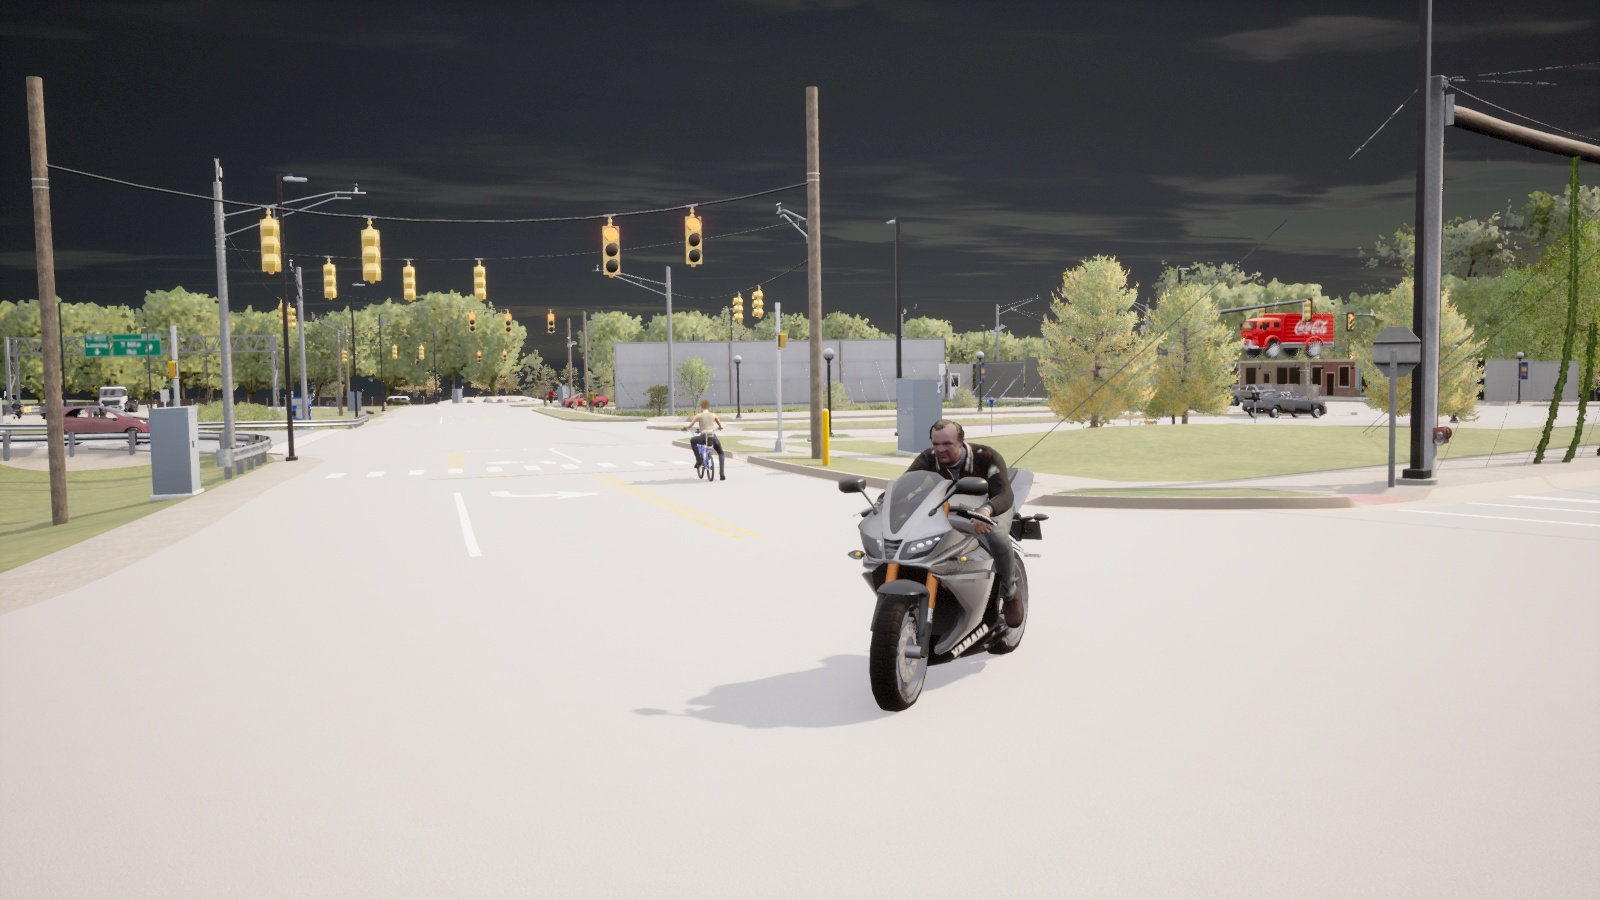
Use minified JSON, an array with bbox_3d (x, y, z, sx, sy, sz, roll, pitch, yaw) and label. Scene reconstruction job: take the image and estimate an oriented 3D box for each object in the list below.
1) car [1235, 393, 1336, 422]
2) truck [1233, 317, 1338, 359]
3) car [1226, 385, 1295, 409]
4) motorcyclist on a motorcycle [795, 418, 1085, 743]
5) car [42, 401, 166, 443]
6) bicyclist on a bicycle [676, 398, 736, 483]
[{"bbox_3d":[26.541,-2.332,68.681,4.902,1.511,2.128,-1,3,-20],"label":"car"},{"bbox_3d":[29.011,-6.728,75.113,5.204,2.467,2.627,-2,6,-15],"label":"truck"},{"bbox_3d":[33.322,-3.854,91.032,2.152,1.651,5.027,-2,4,-15],"label":"car"},{"bbox_3d":[0.895,0.607,7.232,0.866,1.530,2.191,0,3,29],"label":"motorcyclist on a motorcycle"},{"bbox_3d":[-26.079,-1.087,47.183,3.633,1.501,1.845,-1,3,-11],"label":"car"},{"bbox_3d":[-1.888,-0.210,24.951,0.866,1.612,1.509,-2,3,-16],"label":"bicyclist on a bicycle"}]
